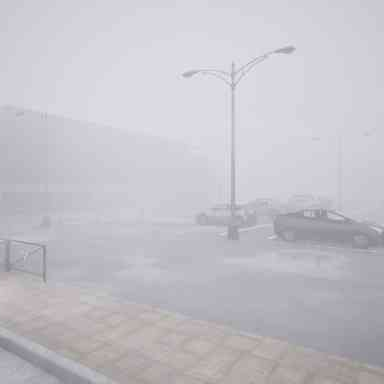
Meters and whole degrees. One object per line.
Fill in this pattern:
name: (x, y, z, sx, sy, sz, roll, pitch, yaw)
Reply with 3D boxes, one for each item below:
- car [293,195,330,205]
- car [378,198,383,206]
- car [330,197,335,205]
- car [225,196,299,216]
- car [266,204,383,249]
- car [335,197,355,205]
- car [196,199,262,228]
car: (12.892, 1.269, 37.304, 3.866, 1.878, 1.905, 0, 0, 35)
car: (29.351, 1.576, 48.383, 3.806, 1.475, 1.970, 0, 0, 35)
car: (14.218, 1.289, 39.922, 4.605, 1.855, 1.932, 0, 0, 35)
car: (5.563, 1.345, 26.817, 5.027, 1.636, 2.152, 0, 0, 35)
car: (5.832, 1.490, 14.331, 4.514, 1.523, 2.007, 0, 0, 35)
car: (24.976, 1.565, 55.076, 3.633, 1.501, 1.845, 0, 0, 35)
car: (2.152, 1.424, 21.371, 3.806, 1.475, 1.970, 0, 0, 35)
